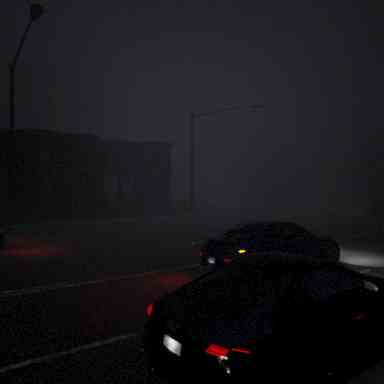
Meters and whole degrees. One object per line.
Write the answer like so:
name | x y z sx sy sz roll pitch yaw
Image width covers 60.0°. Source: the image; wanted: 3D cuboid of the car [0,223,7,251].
car | -8.727 1.477 10.543 5.008 1.535 1.882 0 0 -36

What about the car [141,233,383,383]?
car | 1.418 1.564 4.641 4.181 1.385 1.994 0 0 -36

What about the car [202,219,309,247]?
car | 2.351 1.526 9.628 4.674 1.442 1.812 0 0 -36

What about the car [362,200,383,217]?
car | 17.517 1.505 31.285 1.837 1.490 4.892 1 0 13
